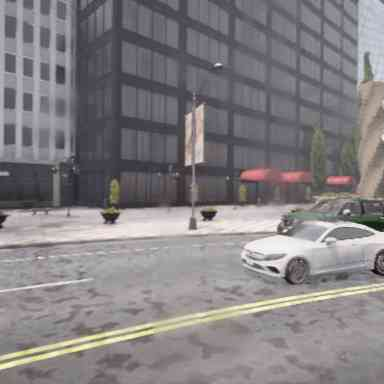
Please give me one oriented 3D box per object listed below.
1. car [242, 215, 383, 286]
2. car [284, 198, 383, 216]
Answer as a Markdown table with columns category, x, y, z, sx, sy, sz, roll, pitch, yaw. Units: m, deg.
| category | x | y | z | sx | sy | sz | roll | pitch | yaw |
| --- | --- | --- | --- | --- | --- | --- | --- | --- | --- |
| car | 3.660 | 1.540 | 9.344 | 4.674 | 1.442 | 1.812 | 0 | 0 | -21 |
| car | 6.400 | 1.256 | 14.033 | 5.566 | 2.045 | 2.150 | 1 | 0 | -16 |
